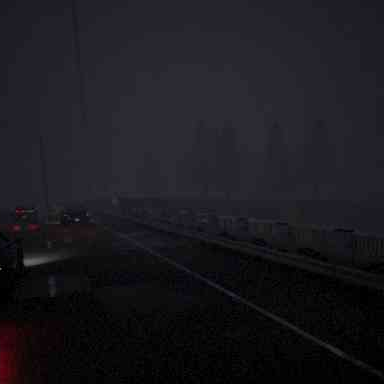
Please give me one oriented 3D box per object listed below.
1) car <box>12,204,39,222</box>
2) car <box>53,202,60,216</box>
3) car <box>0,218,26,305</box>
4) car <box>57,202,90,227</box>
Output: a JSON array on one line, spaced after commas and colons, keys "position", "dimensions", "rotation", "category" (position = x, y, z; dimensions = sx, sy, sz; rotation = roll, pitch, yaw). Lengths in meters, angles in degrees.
[{"position": [-14.557, 1.842, 29.174], "dimensions": [2.128, 1.511, 4.902], "rotation": [-1, -1, -24], "category": "car"}, {"position": [-15.384, 1.956, 39.678], "dimensions": [1.882, 1.535, 5.008], "rotation": [-1, -1, -24], "category": "car"}, {"position": [-5.005, 1.572, 7.622], "dimensions": [1.812, 1.442, 4.674], "rotation": [-1, 0, -24], "category": "car"}, {"position": [-8.688, 1.711, 24.569], "dimensions": [1.812, 1.442, 4.674], "rotation": [-1, 0, -24], "category": "car"}]
